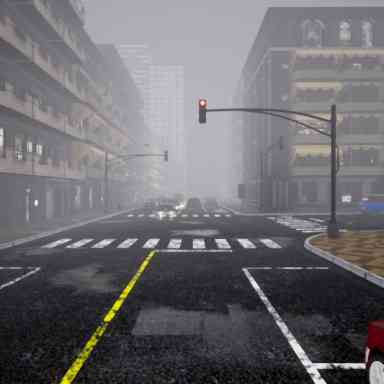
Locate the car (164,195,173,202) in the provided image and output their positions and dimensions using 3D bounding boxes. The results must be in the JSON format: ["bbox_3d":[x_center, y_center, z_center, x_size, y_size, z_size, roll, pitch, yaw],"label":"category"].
[{"bbox_3d":[-5.457,1.560,78.297,1.752,1.417,4.829,-1,0,0],"label":"car"}]

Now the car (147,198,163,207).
[{"bbox_3d":[-5.543,1.578,50.827,1.947,1.339,4.313,0,0,0],"label":"car"}]

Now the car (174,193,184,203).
[{"bbox_3d":[-2.804,1.246,67.912,2.150,2.045,5.566,0,0,0],"label":"car"}]

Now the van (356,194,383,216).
[{"bbox_3d":[15.723,1.034,27.328,3.998,1.788,1.690,-1,1,-1],"label":"van"}]

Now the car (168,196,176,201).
[{"bbox_3d":[-5.422,1.629,89.523,1.802,1.307,4.206,-1,0,0],"label":"car"}]

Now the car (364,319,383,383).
[{"bbox_3d":[2.685,1.544,1.797,1.887,1.381,4.507,0,0,0],"label":"car"}]

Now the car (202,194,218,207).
[{"bbox_3d":[2.836,1.452,50.796,1.967,1.590,4.097,-1,0,0],"label":"car"}]

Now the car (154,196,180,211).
[{"bbox_3d":[-2.975,1.553,40.483,2.033,1.411,5.357,0,0,0],"label":"car"}]

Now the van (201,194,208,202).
[{"bbox_3d":[2.922,1.376,78.435,1.690,1.788,3.998,-1,0,0],"label":"van"}]

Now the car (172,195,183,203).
[{"bbox_3d":[-2.934,1.577,52.840,1.994,1.385,4.181,0,0,0],"label":"car"}]

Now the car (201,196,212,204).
[{"bbox_3d":[2.890,1.575,67.379,2.008,1.369,4.403,-1,0,0],"label":"car"}]

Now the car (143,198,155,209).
[{"bbox_3d":[-5.559,1.559,45.300,2.008,1.369,4.403,0,0,0],"label":"car"}]

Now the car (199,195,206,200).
[{"bbox_3d":[2.975,1.599,95.019,1.887,1.381,4.507,-1,0,0],"label":"car"}]

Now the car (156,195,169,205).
[{"bbox_3d":[-5.510,1.460,61.883,1.967,1.590,4.097,-1,0,0],"label":"car"}]

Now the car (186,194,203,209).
[{"bbox_3d":[0.241,1.486,46.003,1.882,1.535,5.008,0,0,0],"label":"car"}]

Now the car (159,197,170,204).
[{"bbox_3d":[-5.491,1.606,67.411,1.802,1.307,4.206,-1,0,0],"label":"car"}]
